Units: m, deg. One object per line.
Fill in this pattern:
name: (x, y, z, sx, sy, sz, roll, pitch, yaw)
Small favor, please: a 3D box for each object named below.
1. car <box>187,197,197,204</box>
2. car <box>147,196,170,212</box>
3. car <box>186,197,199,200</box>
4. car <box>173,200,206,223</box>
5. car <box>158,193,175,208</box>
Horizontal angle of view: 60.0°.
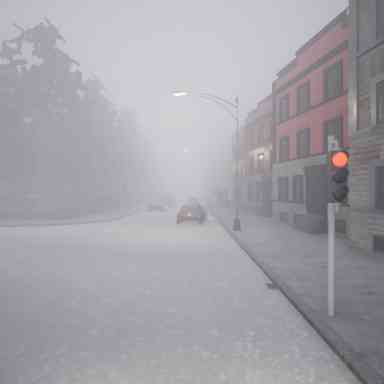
car: (0.013, 1.772, 72.994, 1.994, 1.385, 4.181, 0, 0, 0)
car: (-4.094, 1.547, 39.329, 2.033, 1.411, 5.357, 0, 0, 0)
car: (0.109, 1.505, 53.733, 1.837, 1.490, 4.892, 0, 0, 0)
car: (-0.010, 1.564, 25.293, 1.994, 1.385, 4.181, 0, 0, 6)
car: (-4.087, 1.221, 49.517, 2.150, 2.045, 5.566, 0, 0, 0)
